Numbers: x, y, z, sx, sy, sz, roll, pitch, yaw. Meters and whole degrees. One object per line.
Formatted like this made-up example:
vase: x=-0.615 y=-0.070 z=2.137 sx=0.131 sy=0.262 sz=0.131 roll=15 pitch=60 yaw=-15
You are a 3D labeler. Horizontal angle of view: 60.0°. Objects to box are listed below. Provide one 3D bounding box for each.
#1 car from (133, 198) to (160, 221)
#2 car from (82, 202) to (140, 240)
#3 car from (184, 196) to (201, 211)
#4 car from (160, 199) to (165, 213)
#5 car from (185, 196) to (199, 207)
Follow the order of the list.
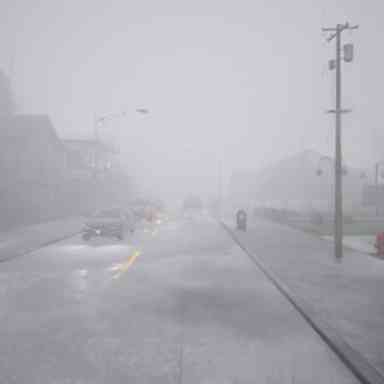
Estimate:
car: x=-4.101 y=1.337 z=27.040 sx=2.097 sy=1.767 sz=4.553 roll=0 pitch=0 yaw=0
car: x=-4.104 y=1.495 z=16.998 sx=1.837 sy=1.490 sz=4.892 roll=0 pitch=0 yaw=0
car: x=0.090 y=1.329 z=41.308 sx=2.097 sy=1.767 sz=4.553 roll=0 pitch=0 yaw=0
car: x=-4.069 y=1.457 z=37.113 sx=1.882 sy=1.535 sz=5.008 roll=0 pitch=0 yaw=0
car: x=-0.020 y=1.462 z=51.917 sx=2.128 sy=1.511 sz=4.902 roll=0 pitch=0 yaw=0
